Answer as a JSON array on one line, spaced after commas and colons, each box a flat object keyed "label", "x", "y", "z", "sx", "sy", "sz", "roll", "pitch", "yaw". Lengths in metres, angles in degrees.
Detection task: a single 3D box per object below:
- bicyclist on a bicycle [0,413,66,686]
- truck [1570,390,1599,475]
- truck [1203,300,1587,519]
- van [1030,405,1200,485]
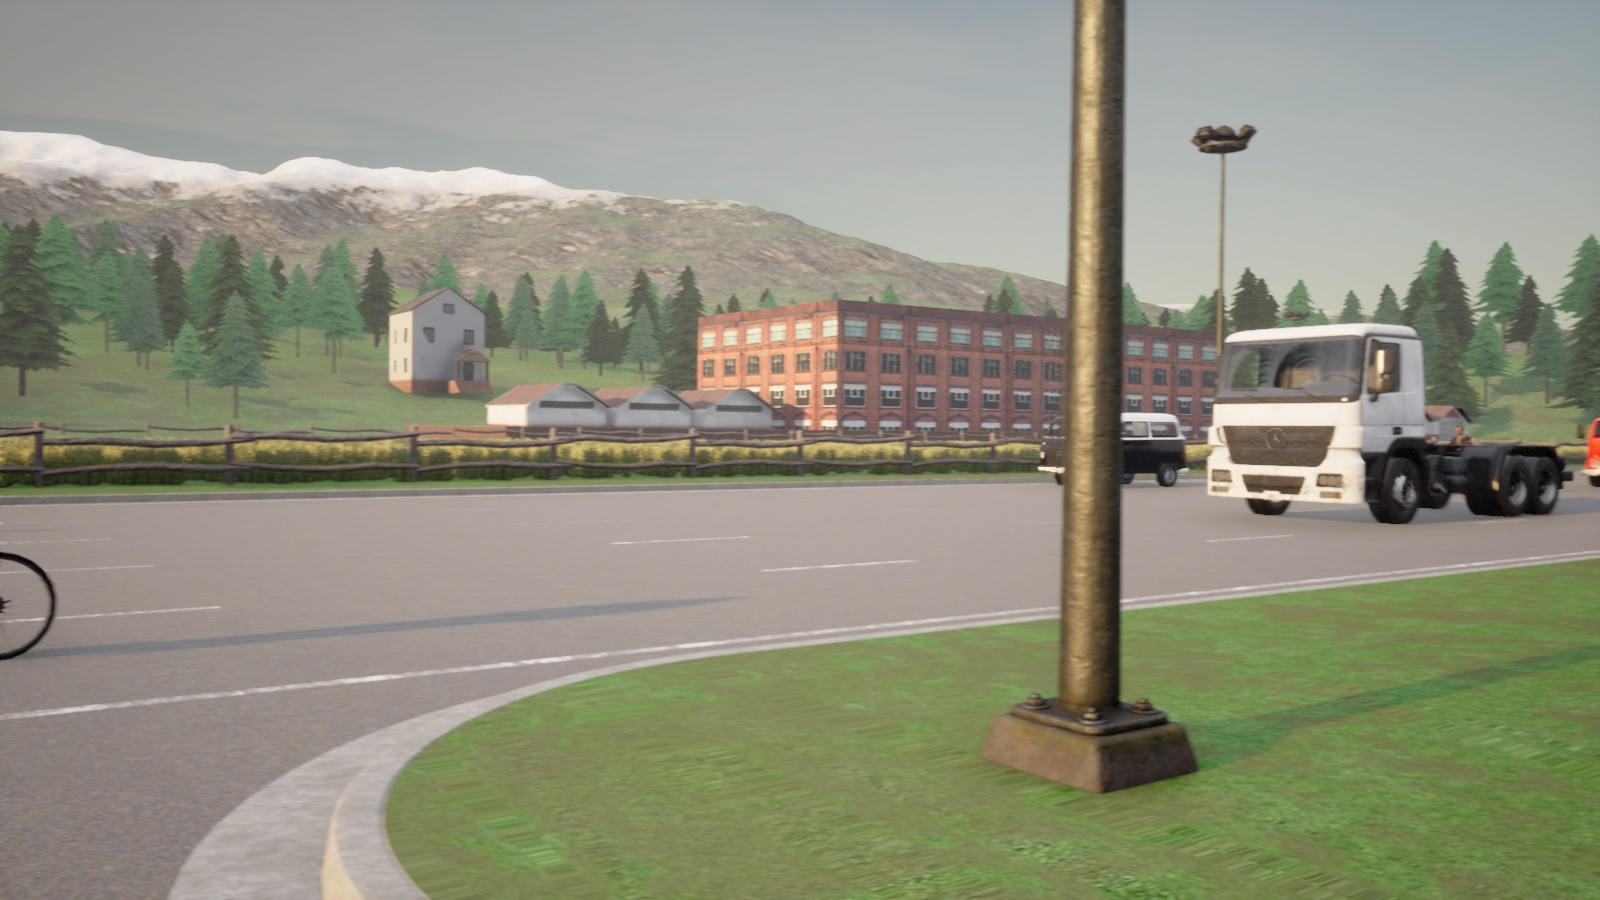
[{"label": "bicyclist on a bicycle", "x": -5.320, "y": 0.598, "z": 7.383, "sx": 1.656, "sy": 1.620, "sz": 0.582, "roll": -1, "pitch": 1, "yaw": -35}, {"label": "truck", "x": 25.797, "y": -0.549, "z": 37.768, "sx": 5.204, "sy": 2.467, "sz": 2.627, "roll": -1, "pitch": 1, "yaw": -35}, {"label": "truck", "x": 11.188, "y": -0.709, "z": 23.275, "sx": 7.936, "sy": 3.462, "sz": 2.891, "roll": -1, "pitch": 1, "yaw": -35}, {"label": "van", "x": 8.644, "y": -0.169, "z": 34.330, "sx": 4.480, "sy": 2.038, "sz": 2.069, "roll": -1, "pitch": 1, "yaw": -35}]
